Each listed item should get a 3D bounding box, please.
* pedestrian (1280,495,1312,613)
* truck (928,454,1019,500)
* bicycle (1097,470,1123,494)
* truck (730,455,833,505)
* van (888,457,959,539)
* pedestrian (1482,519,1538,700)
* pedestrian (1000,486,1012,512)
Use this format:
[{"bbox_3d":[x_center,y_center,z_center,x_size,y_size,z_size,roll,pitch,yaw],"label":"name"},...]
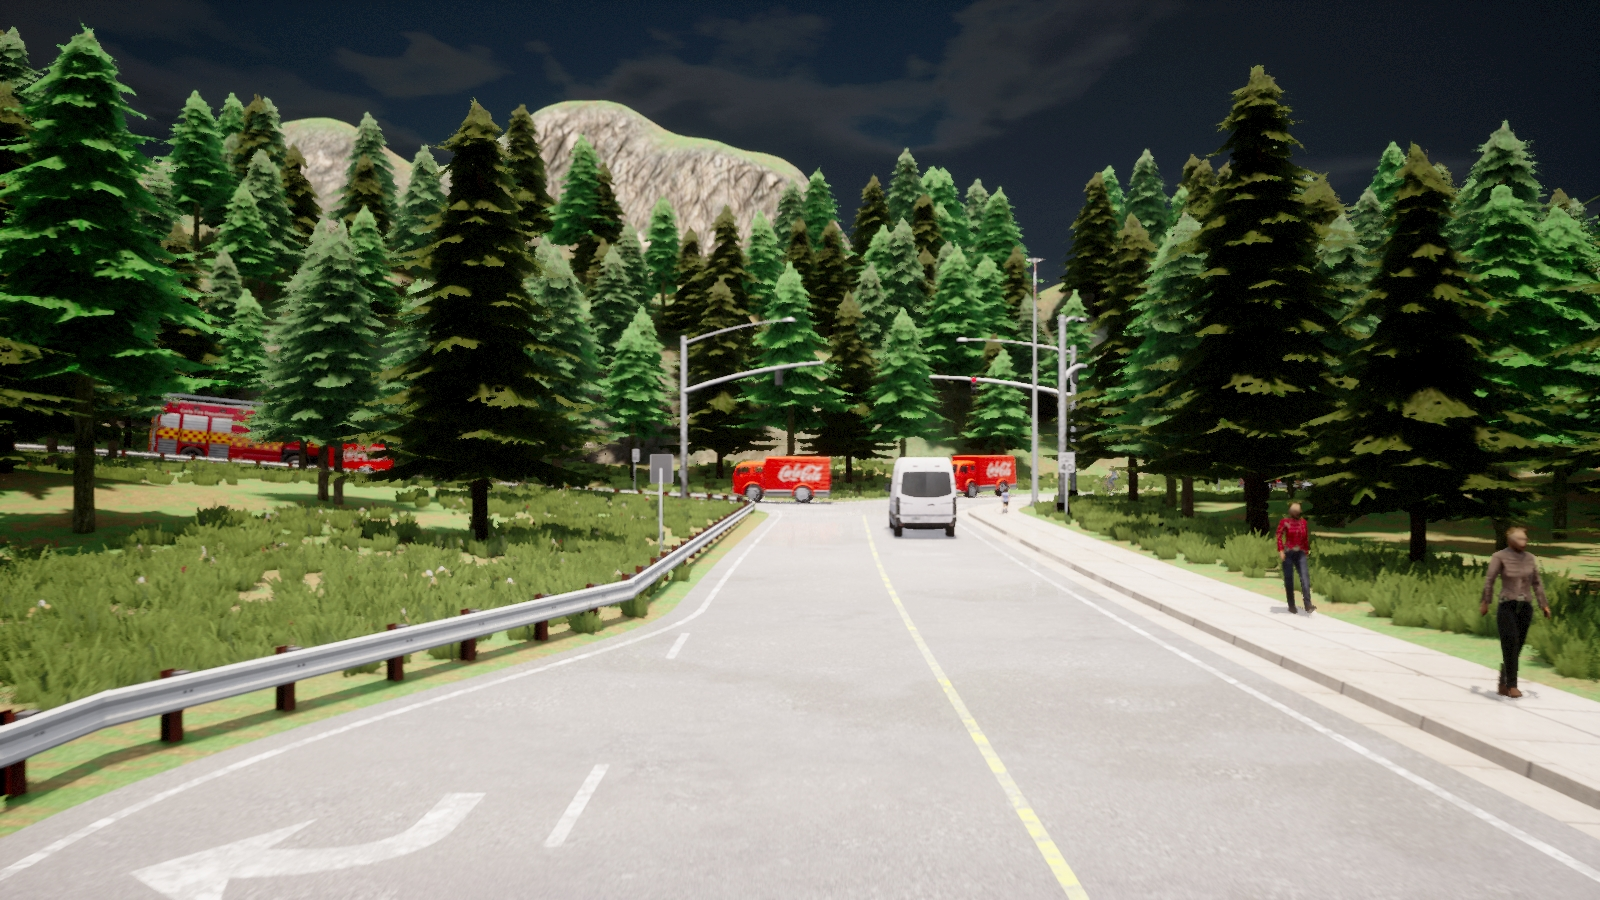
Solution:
[{"bbox_3d":[7.983,1.670,18.388,0.375,1.860,0.375,0,0,6],"label":"pedestrian"},{"bbox_3d":[10.266,1.531,67.343,5.204,2.467,2.627,-1,1,-42],"label":"truck"},{"bbox_3d":[19.735,2.032,72.757,1.643,1.496,0.373,0,0,-17],"label":"bicycle"},{"bbox_3d":[-0.920,1.544,60.576,5.204,2.467,2.627,0,1,5],"label":"truck"},{"bbox_3d":[4.089,1.508,38.774,1.988,2.561,5.915,0,0,2],"label":"van"},{"bbox_3d":[7.516,1.671,12.102,0.375,1.860,0.375,0,0,5],"label":"pedestrian"},{"bbox_3d":[8.648,2.051,47.985,0.500,1.100,0.500,0,0,13],"label":"pedestrian"}]
